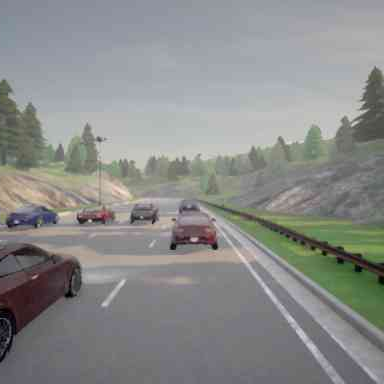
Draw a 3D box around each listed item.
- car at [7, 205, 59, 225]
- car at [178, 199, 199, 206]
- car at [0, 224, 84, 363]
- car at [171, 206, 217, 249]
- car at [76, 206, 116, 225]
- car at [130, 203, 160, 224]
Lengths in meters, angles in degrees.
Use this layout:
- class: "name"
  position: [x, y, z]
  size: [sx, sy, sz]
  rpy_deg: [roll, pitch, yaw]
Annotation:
- class: "car"
  position: [-10.505, 1.609, 22.183]
  size: [1.812, 1.442, 4.674]
  rpy_deg: [0, 0, -1]
- class: "car"
  position: [-0.363, 1.474, 34.680]
  size: [2.097, 1.767, 4.553]
  rpy_deg: [0, 0, -2]
- class: "car"
  position: [-3.404, 1.547, 5.638]
  size: [1.812, 1.442, 4.674]
  rpy_deg: [0, 0, 0]
- class: "car"
  position: [0.080, 1.577, 14.598]
  size: [1.812, 1.442, 4.674]
  rpy_deg: [0, 0, 0]
- class: "car"
  position: [-7.062, 1.693, 25.065]
  size: [1.895, 1.301, 4.718]
  rpy_deg: [0, 0, -1]
- class: "car"
  position: [-3.583, 1.585, 25.783]
  size: [2.128, 1.511, 4.902]
  rpy_deg: [0, 0, -1]
